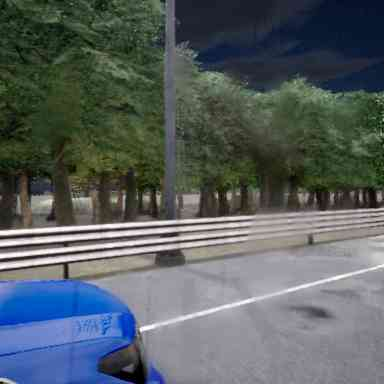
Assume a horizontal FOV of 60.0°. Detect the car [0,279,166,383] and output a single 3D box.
[{"bbox_3d":[-2.852,1.223,1.710,5.566,2.045,2.150,0,0,-35],"label":"car"}]
